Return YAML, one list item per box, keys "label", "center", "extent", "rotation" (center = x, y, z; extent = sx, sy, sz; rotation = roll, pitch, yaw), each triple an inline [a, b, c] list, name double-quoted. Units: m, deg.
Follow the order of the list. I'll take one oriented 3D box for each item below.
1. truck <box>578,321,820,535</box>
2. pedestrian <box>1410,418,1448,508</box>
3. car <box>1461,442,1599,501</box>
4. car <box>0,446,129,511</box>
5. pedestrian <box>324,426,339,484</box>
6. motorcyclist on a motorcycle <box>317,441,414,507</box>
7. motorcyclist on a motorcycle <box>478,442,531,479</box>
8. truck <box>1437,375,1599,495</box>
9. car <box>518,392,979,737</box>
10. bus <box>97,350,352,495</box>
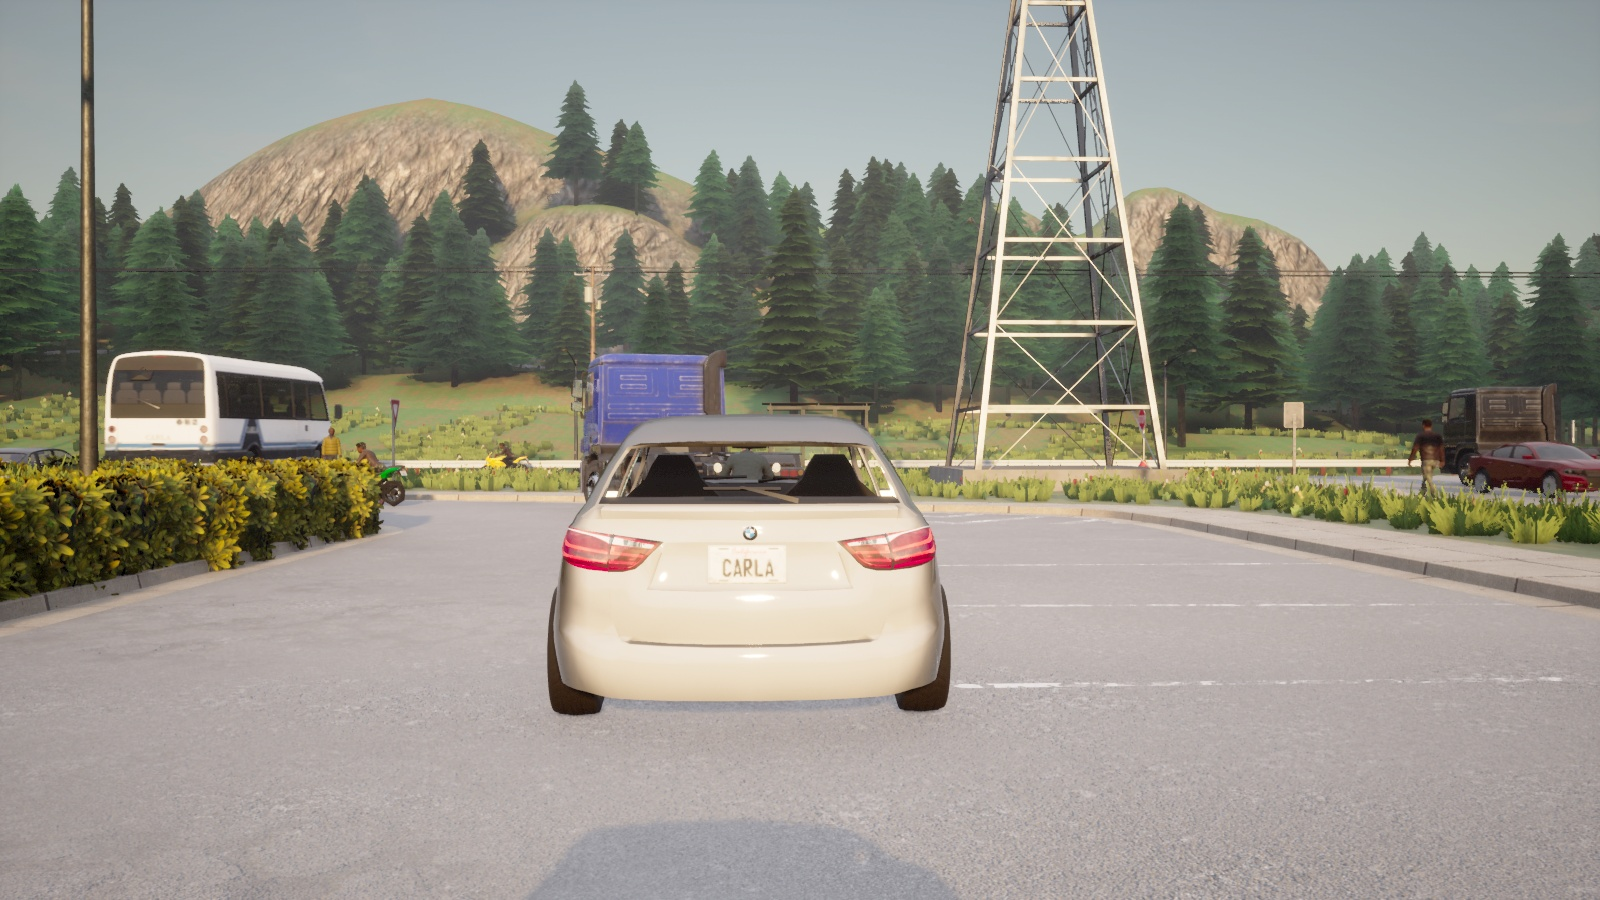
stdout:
- label: "truck"
  center: [-2.298, -0.376, 24.568]
  extent: [2.891, 3.462, 7.936]
  rotation: [0, 0, -19]
- label: "pedestrian"
  center: [13.135, 0.264, 26.230]
  extent: [0.431, 1.840, 0.703]
  rotation: [0, 0, -2]
- label: "car"
  center: [20.739, 0.544, 34.891]
  extent: [1.882, 1.535, 5.008]
  rotation: [0, 0, -3]
- label: "car"
  center: [-18.511, 0.608, 30.231]
  extent: [2.033, 1.411, 5.357]
  rotation: [0, 0, -2]
- label: "pedestrian"
  center: [-15.053, 0.162, 40.381]
  extent: [0.370, 1.835, 0.726]
  rotation: [0, 0, -15]
- label: "motorcyclist on a motorcycle"
  center: [-10.298, 0.552, 29.798]
  extent: [2.044, 1.523, 0.797]
  rotation: [0, 0, 9]
- label: "motorcyclist on a motorcycle"
  center: [-12.365, 0.422, 52.617]
  extent: [2.044, 1.523, 0.797]
  rotation: [0, 0, -2]
- label: "truck"
  center: [23.981, -0.443, 40.153]
  extent: [2.891, 3.462, 7.936]
  rotation: [0, 0, -3]
- label: "car"
  center: [-0.339, 0.543, 8.422]
  extent: [2.242, 1.667, 4.611]
  rotation: [0, 0, -2]
- label: "bus"
  center: [-18.789, -0.883, 42.123]
  extent: [3.944, 4.253, 10.273]
  rotation: [0, 1, -1]
